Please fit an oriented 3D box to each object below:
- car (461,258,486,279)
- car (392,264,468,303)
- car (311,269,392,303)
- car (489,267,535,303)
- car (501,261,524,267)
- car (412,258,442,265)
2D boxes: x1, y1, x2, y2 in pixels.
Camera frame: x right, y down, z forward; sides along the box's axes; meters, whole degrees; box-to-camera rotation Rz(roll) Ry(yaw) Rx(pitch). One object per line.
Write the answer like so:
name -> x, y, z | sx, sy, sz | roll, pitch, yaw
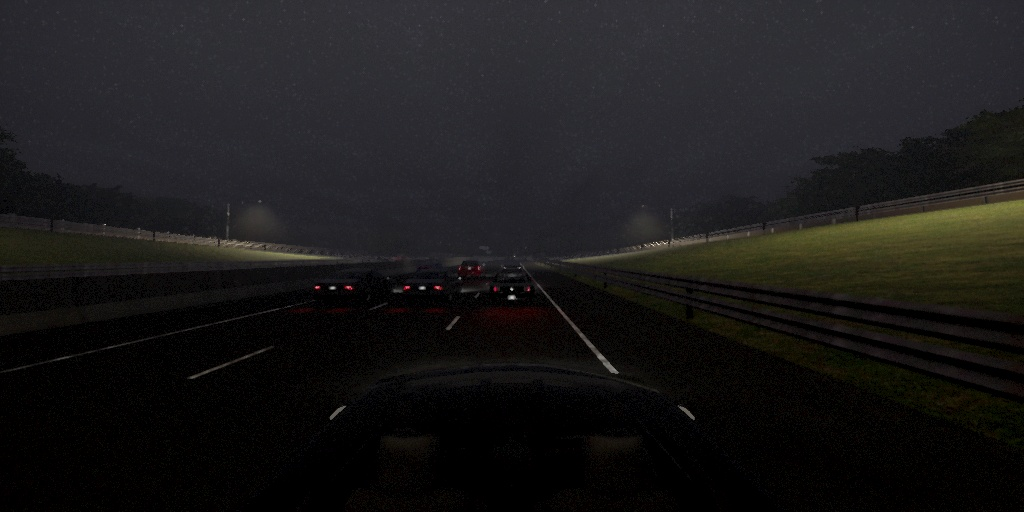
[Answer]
car -> -3.467, 1.061, 31.443 | 2.097, 1.767, 4.553 | 0, 0, 0
car -> -3.499, 1.294, 16.496 | 2.033, 1.411, 5.357 | 0, 0, 0
car -> -6.999, 1.294, 16.498 | 2.033, 1.411, 5.357 | 0, 0, 0
car -> 0.001, 1.347, 16.524 | 1.895, 1.301, 4.718 | 0, 0, 0
car -> 0.033, 1.190, 31.461 | 2.128, 1.511, 4.902 | 0, 0, 0
car -> -6.967, 1.180, 31.485 | 1.882, 1.535, 5.008 | 0, 0, 0
